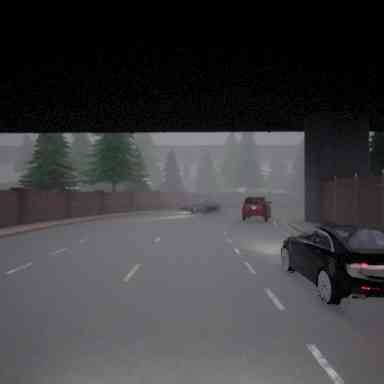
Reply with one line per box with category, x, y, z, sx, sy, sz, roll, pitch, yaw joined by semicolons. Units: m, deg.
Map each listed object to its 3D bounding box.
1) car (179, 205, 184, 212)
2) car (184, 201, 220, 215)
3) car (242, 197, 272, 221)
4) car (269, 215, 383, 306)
car;0.232;1.854;42.710;1.994;1.385;4.181;0;-1;36
car;1.537;1.753;38.184;2.128;1.511;4.902;0;-1;30
car;5.893;1.431;29.881;2.150;2.045;5.566;0;-1;17
car;3.605;1.552;8.172;2.128;1.511;4.902;0;0;0
